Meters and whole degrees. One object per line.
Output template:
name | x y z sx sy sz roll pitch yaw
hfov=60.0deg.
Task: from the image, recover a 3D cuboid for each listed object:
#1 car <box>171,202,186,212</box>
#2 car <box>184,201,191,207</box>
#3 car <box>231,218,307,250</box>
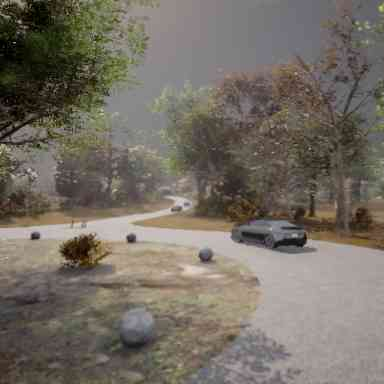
car | -3.155 3.420 70.294 1.994 1.385 4.181 -1 -1 7
car | -1.452 3.291 93.267 1.837 1.490 4.892 0 1 1
car | 3.767 1.995 16.891 1.994 1.385 4.181 1 -2 -26
